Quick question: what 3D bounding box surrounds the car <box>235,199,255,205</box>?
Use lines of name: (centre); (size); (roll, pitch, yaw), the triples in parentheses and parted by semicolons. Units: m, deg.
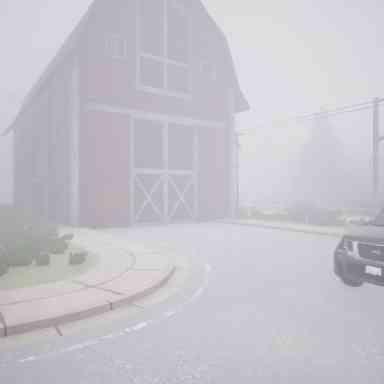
car: (5.531, 1.552, 38.506); (1.812, 1.442, 4.674); (0, 0, -34)

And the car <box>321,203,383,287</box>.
car: (5.817, 1.198, 8.159); (5.566, 2.045, 2.150); (0, 0, -36)

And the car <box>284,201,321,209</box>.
car: (10.964, 1.574, 30.625); (2.033, 1.411, 5.357); (0, 0, -35)

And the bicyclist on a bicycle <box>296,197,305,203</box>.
bicyclist on a bicycle: (13.285, 1.322, 40.249); (1.656, 1.620, 0.582); (46, -25, -24)
